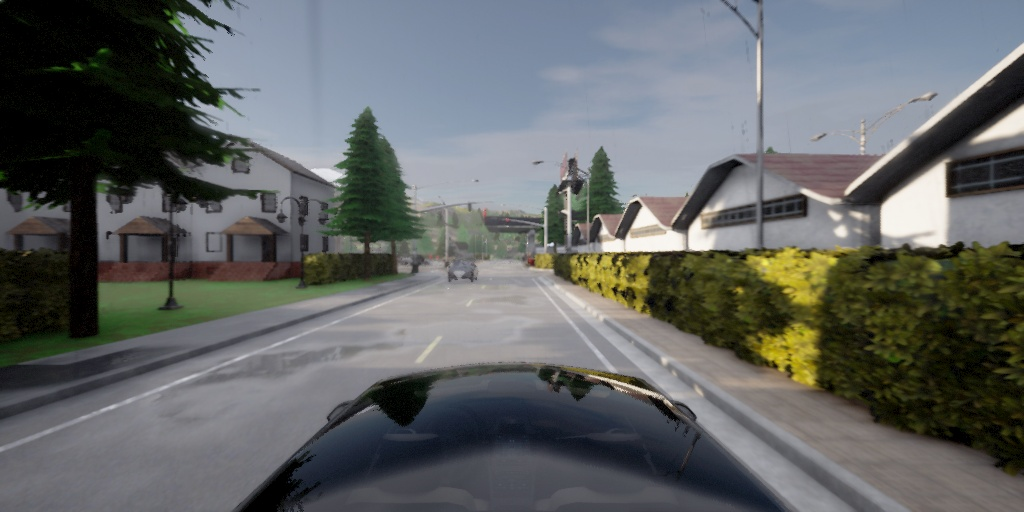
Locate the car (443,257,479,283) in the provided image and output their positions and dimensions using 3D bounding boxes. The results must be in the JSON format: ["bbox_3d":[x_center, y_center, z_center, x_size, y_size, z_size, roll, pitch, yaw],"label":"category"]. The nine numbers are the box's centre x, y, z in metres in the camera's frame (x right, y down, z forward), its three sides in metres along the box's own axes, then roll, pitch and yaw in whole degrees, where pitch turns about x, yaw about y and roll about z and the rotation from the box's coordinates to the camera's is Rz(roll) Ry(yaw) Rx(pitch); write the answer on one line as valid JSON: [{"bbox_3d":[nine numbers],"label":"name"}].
[{"bbox_3d":[-3.509,1.053,26.250,2.128,1.511,4.902,0,0,0],"label":"car"}]
